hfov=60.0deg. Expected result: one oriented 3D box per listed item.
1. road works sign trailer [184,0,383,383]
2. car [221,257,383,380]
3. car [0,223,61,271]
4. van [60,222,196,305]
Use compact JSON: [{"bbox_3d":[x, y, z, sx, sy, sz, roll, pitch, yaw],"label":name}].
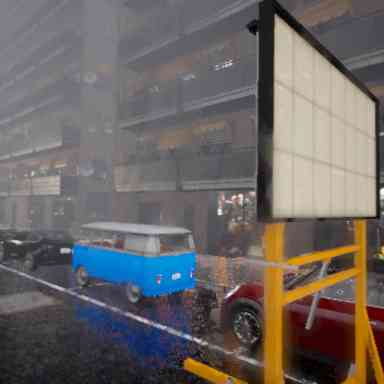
[{"bbox_3d":[1.021,0.639,2.908,2.880,3.560,2.380,-1,-4,43],"label":"road works sign trailer"},{"bbox_3d":[2.416,1.755,5.212,4.097,1.590,1.967,-1,-4,43],"label":"car"},{"bbox_3d":[-5.884,2.083,12.818,4.313,1.339,1.947,-1,-4,43],"label":"car"},{"bbox_3d":[-1.731,1.757,9.023,3.998,1.788,1.690,-1,-4,43],"label":"van"}]
